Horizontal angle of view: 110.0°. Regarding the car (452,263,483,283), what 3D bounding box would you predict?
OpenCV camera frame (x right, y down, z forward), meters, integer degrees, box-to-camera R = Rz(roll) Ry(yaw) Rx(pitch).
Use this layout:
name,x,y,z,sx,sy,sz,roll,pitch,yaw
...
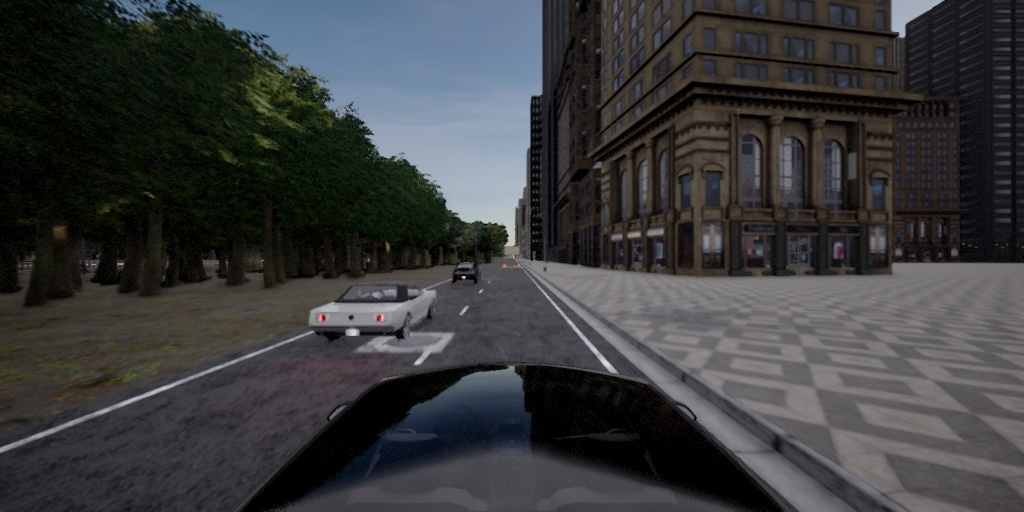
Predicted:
name,x,y,z,sx,sy,sz,roll,pitch,yaw
car,-3.408,1.257,27.706,1.837,1.490,4.892,0,0,0

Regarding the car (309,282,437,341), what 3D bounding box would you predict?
name,x,y,z,sx,sy,sz,roll,pitch,yaw
car,-3.403,1.351,9.891,1.895,1.301,4.718,0,0,0

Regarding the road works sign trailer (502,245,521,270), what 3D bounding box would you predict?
name,x,y,z,sx,sy,sz,roll,pitch,yaw
road works sign trailer,-0.015,0.225,52.778,2.380,3.560,2.880,0,0,0
